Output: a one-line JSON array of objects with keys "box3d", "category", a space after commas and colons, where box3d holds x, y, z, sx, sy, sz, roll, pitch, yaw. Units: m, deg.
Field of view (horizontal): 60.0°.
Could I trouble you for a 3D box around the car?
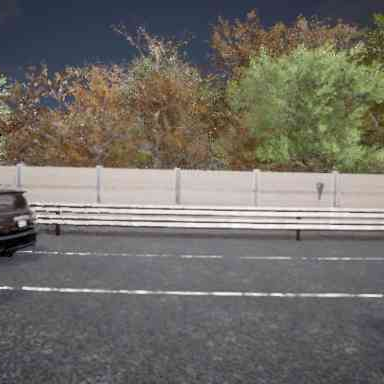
[{"box3d": [-7.123, 0.874, 9.027, 5.566, 2.045, 2.150, 1, 2, 6], "category": "car"}]
